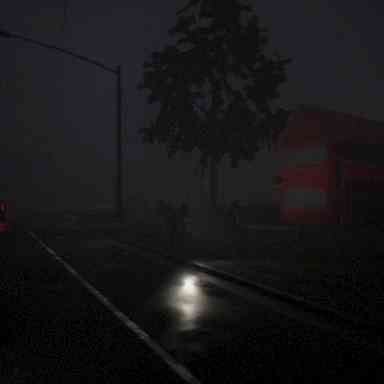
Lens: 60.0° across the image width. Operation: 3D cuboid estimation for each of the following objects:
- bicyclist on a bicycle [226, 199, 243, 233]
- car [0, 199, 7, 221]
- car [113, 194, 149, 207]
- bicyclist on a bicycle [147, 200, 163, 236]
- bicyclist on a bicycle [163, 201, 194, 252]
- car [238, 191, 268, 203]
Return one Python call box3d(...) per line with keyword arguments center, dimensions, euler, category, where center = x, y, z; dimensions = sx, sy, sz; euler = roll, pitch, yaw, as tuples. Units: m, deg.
box3d(center=(2.106, 1.188, 16.406), dimensions=(0.582, 1.620, 1.656), euler=(0, 0, 36), category="bicyclist on a bicycle")
box3d(center=(-14.797, 1.125, 24.355), dimensions=(2.097, 1.767, 4.553), euler=(0, 1, -31), category="car")
box3d(center=(-7.914, 0.998, 43.036), dimensions=(4.553, 1.767, 2.097), euler=(0, 0, -34), category="car")
box3d(center=(-1.230, 1.181, 15.047), dimensions=(1.656, 1.620, 0.582), euler=(0, 1, -25), category="bicyclist on a bicycle")
box3d(center=(-0.344, 1.209, 11.624), dimensions=(0.582, 1.620, 1.656), euler=(0, 1, -27), category="bicyclist on a bicycle")
box3d(center=(10.184, 0.814, 55.157), dimensions=(5.566, 2.045, 2.150), euler=(0, 0, -34), category="car")
